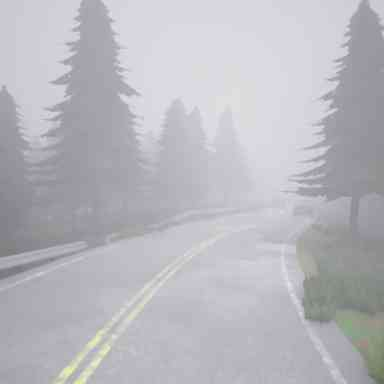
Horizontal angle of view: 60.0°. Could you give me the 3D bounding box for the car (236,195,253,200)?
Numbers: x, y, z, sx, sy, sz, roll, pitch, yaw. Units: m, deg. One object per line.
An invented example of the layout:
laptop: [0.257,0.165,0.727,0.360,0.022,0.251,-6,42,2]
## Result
car: [13.125,1.572,84.151,2.128,1.511,4.902,-3,1,-39]

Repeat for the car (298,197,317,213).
car: [14.858,1.628,42.616,2.097,1.767,4.553,2,1,20]

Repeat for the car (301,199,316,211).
car: [16.913,1.807,48.361,1.837,1.490,4.892,2,0,19]

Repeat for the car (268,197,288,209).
car: [12.215,1.501,47.882,2.097,1.767,4.553,2,0,20]

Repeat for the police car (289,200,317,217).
police car: [11.229,1.650,33.321,1.930,1.638,5.238,2,0,22]
